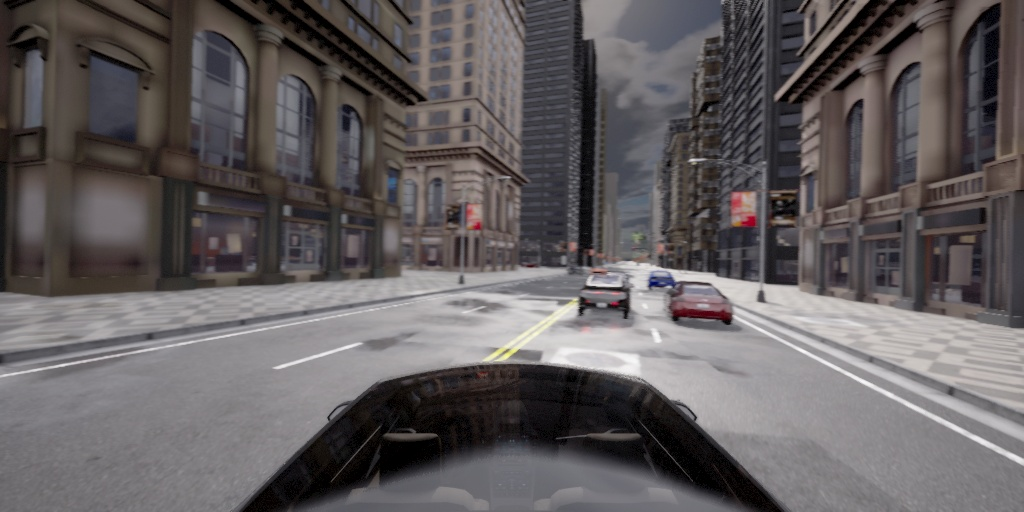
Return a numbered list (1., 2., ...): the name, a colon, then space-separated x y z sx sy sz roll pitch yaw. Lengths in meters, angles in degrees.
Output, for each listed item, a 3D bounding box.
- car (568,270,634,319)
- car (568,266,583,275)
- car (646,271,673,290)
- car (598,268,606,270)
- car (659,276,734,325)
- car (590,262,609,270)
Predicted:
1. car: 3.837 1.517 14.546 2.128 1.511 4.902 1 -1 19
2. car: 9.580 2.255 53.596 1.994 1.385 4.181 1 -1 18
3. car: 11.995 1.925 29.075 1.882 1.535 5.008 1 0 19
4. car: 7.824 1.847 26.860 2.033 1.411 5.357 1 -1 19
5. car: 7.055 1.676 13.926 1.994 1.385 4.181 1 -1 19
6. car: 12.553 2.114 52.211 2.097 1.767 4.553 1 -1 18
